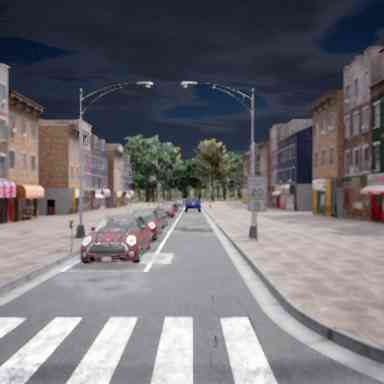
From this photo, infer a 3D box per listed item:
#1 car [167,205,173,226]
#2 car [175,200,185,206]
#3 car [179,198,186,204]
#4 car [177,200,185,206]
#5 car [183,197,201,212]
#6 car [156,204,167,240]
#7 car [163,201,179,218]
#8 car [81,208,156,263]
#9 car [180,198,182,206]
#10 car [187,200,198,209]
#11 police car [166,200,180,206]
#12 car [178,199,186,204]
[{"bbox_3d":[-2.630,1.814,23.153,1.947,1.339,4.313,-1,-1,0],"label":"car"},{"bbox_3d":[-2.596,2.379,72.062,1.947,1.339,4.313,-1,-1,0],"label":"car"},{"bbox_3d":[-2.582,2.516,93.802,1.967,1.590,4.097,-1,-1,0],"label":"car"},{"bbox_3d":[-2.592,2.461,77.497,1.802,1.307,4.206,-1,-1,0],"label":"car"},{"bbox_3d":[0.137,1.736,46.829,2.150,2.045,5.566,0,-1,-1],"label":"car"},{"bbox_3d":[-2.635,1.629,17.720,1.967,1.590,4.097,-1,-1,0],"label":"car"},{"bbox_3d":[-2.622,1.915,34.022,1.887,1.381,4.507,-1,-1,0],"label":"car"},{"bbox_3d":[-2.638,1.570,12.286,1.967,1.590,4.097,-1,-1,0],"label":"car"},{"bbox_3d":[-2.984,2.080,51.901,1.837,1.490,4.892,0,-1,0],"label":"car"},{"bbox_3d":[0.136,2.137,56.745,1.837,1.490,4.892,0,-1,0],"label":"car"},{"bbox_3d":[-2.977,1.921,45.012,1.930,1.638,5.238,0,-1,0],"label":"police car"},{"bbox_3d":[-2.584,2.576,88.366,1.947,1.339,4.313,-1,-1,0],"label":"car"}]
